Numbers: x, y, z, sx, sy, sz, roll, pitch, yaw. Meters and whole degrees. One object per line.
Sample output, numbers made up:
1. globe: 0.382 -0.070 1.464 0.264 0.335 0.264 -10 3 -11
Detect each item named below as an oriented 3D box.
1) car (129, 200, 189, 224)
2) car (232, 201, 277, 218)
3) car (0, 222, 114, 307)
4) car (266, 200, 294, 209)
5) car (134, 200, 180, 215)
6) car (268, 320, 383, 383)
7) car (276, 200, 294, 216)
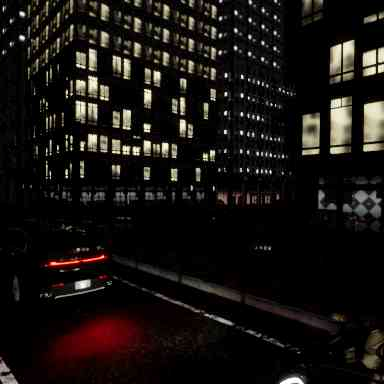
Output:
1. car: -2.566 1.524 26.511 5.009 1.841 2.192 1 0 -40
2. car: 6.169 1.833 33.911 4.829 1.417 1.752 1 0 -40
3. car: -3.659 1.501 8.115 1.837 1.490 4.892 0 0 -41
4. car: 13.527 1.882 51.124 4.313 1.339 1.947 1 0 -40
5. car: -3.812 1.648 36.439 4.829 1.417 1.752 1 0 -40
6. car: 2.426 1.352 1.325 2.097 1.767 4.553 0 0 -41
7. car: 10.343 1.936 37.447 4.206 1.307 1.802 1 0 -40
